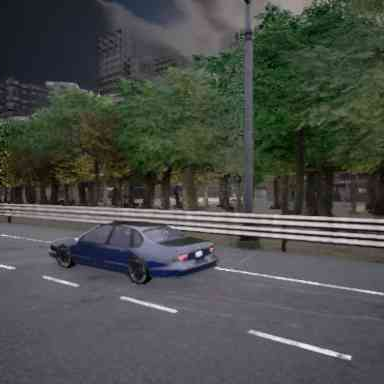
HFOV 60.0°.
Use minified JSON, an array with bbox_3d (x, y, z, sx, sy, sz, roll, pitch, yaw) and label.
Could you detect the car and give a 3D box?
[{"bbox_3d":[-1.879,1.547,9.505,5.357,1.411,2.033,0,0,35],"label":"car"}]
